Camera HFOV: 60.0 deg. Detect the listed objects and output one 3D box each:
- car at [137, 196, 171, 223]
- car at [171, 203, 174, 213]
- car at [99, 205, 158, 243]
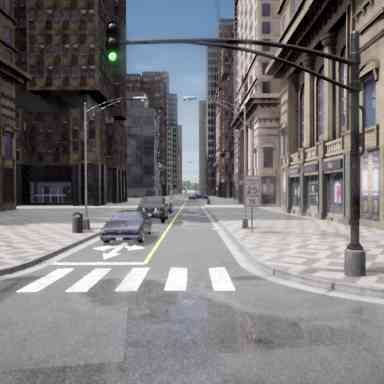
[{"bbox_3d":[-3.136,1.335,27.075,2.150,2.045,5.566,0,0,-1],"label":"car"},{"bbox_3d":[-3.132,1.668,37.406,1.812,1.442,4.674,0,0,0],"label":"car"},{"bbox_3d":[-3.126,1.633,16.856,2.033,1.411,5.357,0,0,0],"label":"car"}]
